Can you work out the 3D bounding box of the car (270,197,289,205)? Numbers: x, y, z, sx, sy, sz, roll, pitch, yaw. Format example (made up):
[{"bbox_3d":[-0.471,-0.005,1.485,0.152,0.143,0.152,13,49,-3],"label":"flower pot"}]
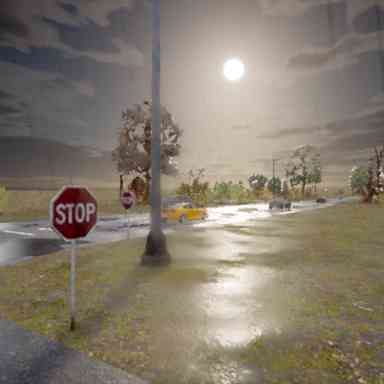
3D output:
[{"bbox_3d":[17.339,1.725,65.454,2.033,1.411,5.357,0,0,34],"label":"car"}]

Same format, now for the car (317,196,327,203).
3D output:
[{"bbox_3d":[29.928,1.721,76.596,1.837,1.490,4.892,0,0,28],"label":"car"}]

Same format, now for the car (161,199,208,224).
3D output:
[{"bbox_3d":[-0.580,1.561,25.929,1.882,1.535,5.008,0,0,34],"label":"car"}]

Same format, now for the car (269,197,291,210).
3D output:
[{"bbox_3d":[11.838,1.658,44.560,1.837,1.490,4.892,0,0,34],"label":"car"}]

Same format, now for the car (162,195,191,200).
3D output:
[{"bbox_3d":[-2.055,1.352,36.358,2.150,2.045,5.566,0,0,34],"label":"car"}]
